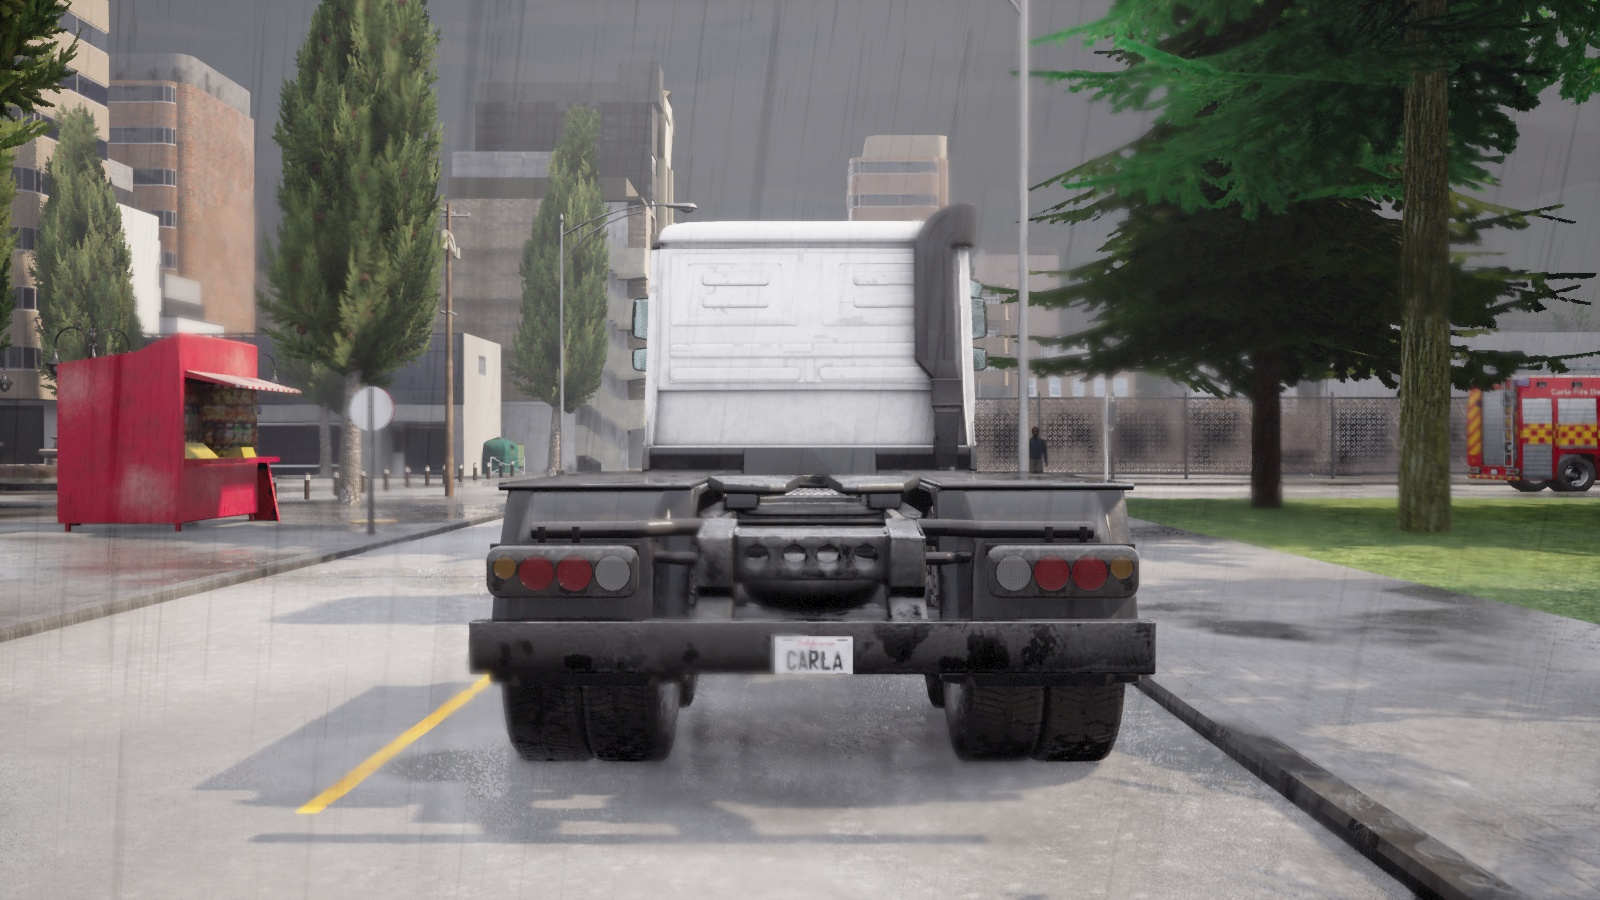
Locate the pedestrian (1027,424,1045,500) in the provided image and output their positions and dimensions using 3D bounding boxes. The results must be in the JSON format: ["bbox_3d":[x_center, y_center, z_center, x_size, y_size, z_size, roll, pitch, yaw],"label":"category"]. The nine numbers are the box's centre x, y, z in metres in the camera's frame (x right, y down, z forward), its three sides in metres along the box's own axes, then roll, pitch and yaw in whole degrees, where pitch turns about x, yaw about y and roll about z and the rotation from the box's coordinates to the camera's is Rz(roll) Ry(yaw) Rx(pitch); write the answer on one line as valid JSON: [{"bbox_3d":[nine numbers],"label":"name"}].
[{"bbox_3d":[5.725,0.289,30.438,0.370,1.835,0.726,0,0,7],"label":"pedestrian"}]

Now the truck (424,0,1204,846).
[{"bbox_3d":[0.072,-0.284,8.629,2.891,3.462,7.936,0,0,0],"label":"truck"}]

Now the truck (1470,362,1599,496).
[{"bbox_3d":[24.945,-0.609,37.322,8.468,3.827,2.891,0,0,0],"label":"truck"}]
